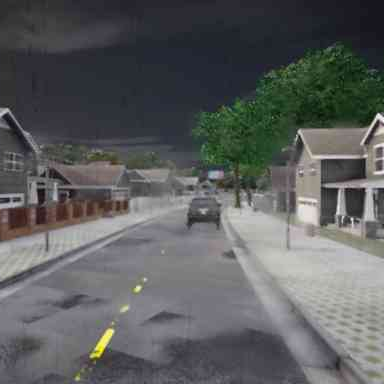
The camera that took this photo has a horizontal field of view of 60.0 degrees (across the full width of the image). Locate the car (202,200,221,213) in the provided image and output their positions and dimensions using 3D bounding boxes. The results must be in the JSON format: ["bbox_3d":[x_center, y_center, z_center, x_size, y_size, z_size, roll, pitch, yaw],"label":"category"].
[{"bbox_3d":[2.576,1.797,42.079,2.128,1.511,4.902,0,0,6],"label":"car"}]

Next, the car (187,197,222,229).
[{"bbox_3d":[0.883,1.367,22.990,2.150,2.045,5.566,0,-1,4],"label":"car"}]
